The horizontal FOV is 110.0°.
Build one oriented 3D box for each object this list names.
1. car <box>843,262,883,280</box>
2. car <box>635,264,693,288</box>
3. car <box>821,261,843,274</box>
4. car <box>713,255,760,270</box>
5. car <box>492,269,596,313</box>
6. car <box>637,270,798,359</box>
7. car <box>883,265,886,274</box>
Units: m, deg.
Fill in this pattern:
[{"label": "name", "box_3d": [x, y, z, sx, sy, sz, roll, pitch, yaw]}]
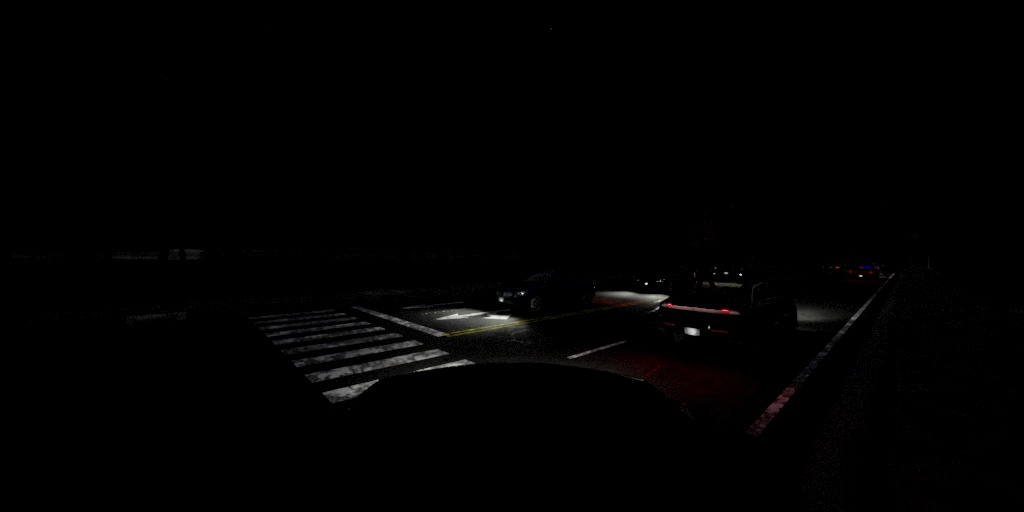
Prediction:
[{"label": "car", "box_3d": [31.460, 1.408, 32.115, 4.718, 1.301, 1.895, 0, 0, -42]}, {"label": "car", "box_3d": [8.970, 1.236, 20.786, 4.892, 1.490, 1.837, 0, 0, -42]}, {"label": "car", "box_3d": [38.091, 1.353, 42.459, 5.357, 1.411, 2.033, 0, 0, -42]}, {"label": "car", "box_3d": [18.484, 0.972, 29.363, 5.566, 2.045, 2.150, 0, 0, -42]}, {"label": "car", "box_3d": [1.390, 1.243, 13.931, 4.674, 1.442, 1.812, 0, 0, -41]}, {"label": "car", "box_3d": [5.281, 1.249, 8.556, 4.902, 1.511, 2.128, 0, 0, -42]}, {"label": "car", "box_3d": [38.772, 1.348, 38.764, 4.674, 1.442, 1.812, 0, 0, -42]}]
